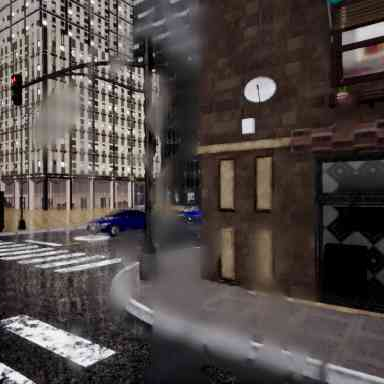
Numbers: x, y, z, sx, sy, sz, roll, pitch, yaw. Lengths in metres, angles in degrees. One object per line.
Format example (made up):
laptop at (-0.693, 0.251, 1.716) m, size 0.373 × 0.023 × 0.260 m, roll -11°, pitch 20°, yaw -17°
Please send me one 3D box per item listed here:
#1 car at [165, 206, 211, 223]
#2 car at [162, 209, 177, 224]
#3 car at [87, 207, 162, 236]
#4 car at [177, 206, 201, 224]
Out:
car at (-0.324, 1.975, 30.481) m, size 2.008 × 1.369 × 4.403 m, roll -2°, pitch -2°, yaw 35°
car at (-3.526, 1.894, 25.924) m, size 2.008 × 1.369 × 4.403 m, roll -2°, pitch -2°, yaw 35°
car at (-4.172, 1.773, 20.248) m, size 1.812 × 1.442 × 4.674 m, roll -1°, pitch -1°, yaw 33°
car at (1.247, 1.863, 27.965) m, size 1.882 × 1.535 × 5.008 m, roll -1°, pitch -1°, yaw 35°
